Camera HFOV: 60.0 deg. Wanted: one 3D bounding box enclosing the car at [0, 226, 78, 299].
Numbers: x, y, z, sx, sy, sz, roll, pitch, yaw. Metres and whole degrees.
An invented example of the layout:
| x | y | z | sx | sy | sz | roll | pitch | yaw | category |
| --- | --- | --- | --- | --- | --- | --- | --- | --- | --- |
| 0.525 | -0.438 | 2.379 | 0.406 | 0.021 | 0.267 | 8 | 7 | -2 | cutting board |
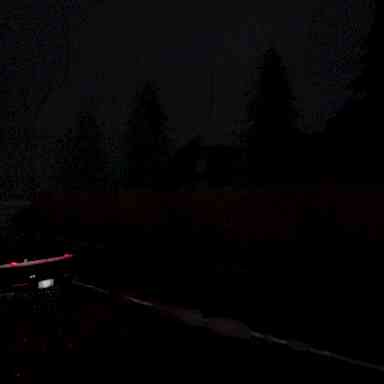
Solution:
| x | y | z | sx | sy | sz | roll | pitch | yaw | category |
| --- | --- | --- | --- | --- | --- | --- | --- | --- | --- |
| -4.673 | 1.599 | 8.077 | 4.902 | 1.511 | 2.128 | -1 | -1 | 41 | car |
